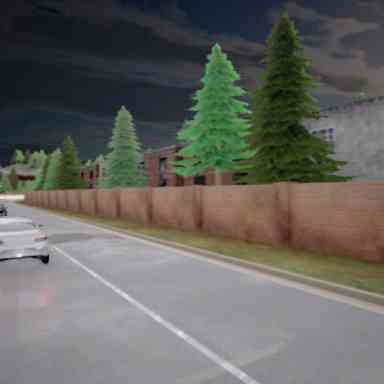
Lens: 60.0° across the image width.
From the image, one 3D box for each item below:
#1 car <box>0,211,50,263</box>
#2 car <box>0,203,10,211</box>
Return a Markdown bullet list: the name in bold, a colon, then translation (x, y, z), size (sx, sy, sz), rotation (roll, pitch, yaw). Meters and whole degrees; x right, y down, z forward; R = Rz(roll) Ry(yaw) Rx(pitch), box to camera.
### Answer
- **car**: translation (-6.057, 1.551, 11.253), size (1.812, 1.442, 4.674), rotation (0, -1, -33)
- **car**: translation (-14.770, 1.566, 24.721), size (1.837, 1.490, 4.892), rotation (0, 1, -33)
